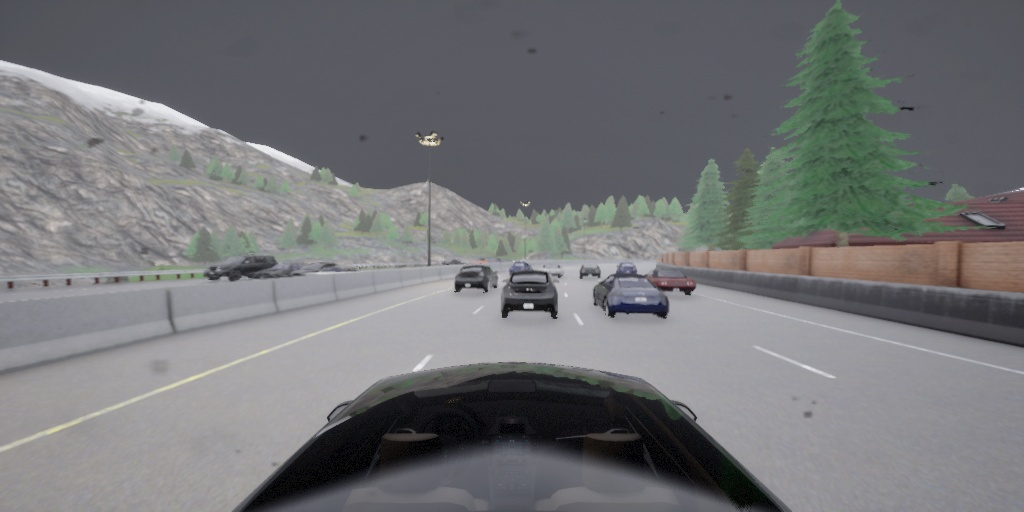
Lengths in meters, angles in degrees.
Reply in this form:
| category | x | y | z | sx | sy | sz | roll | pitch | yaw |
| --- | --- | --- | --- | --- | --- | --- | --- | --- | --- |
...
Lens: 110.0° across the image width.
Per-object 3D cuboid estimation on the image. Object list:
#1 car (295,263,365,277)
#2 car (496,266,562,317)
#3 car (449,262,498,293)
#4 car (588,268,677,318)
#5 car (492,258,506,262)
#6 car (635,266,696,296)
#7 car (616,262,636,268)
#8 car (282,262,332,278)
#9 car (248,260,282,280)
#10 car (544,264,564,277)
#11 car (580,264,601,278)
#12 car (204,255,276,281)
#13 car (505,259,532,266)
| category | x | y | z | sx | sy | sz | roll | pitch | yaw |
| --- | --- | --- | --- | --- | --- | --- | --- | --- | --- |
| car | -12.272 | 1.345 | 24.855 | 1.895 | 1.301 | 4.718 | 0 | 0 | 8 |
| car | 0.676 | 1.268 | 13.177 | 1.837 | 1.490 | 4.892 | 0 | 0 | 4 |
| car | -1.987 | 1.271 | 21.037 | 1.837 | 1.490 | 4.892 | 0 | 0 | 7 |
| car | 4.199 | 1.336 | 13.248 | 1.994 | 1.385 | 4.181 | 0 | 0 | 4 |
| car | -1.293 | 1.317 | 64.381 | 1.837 | 1.490 | 4.892 | 0 | 0 | 23 |
| car | 8.423 | 1.391 | 19.933 | 1.895 | 1.301 | 4.718 | 0 | 0 | 8 |
| car | 11.615 | 1.341 | 36.364 | 1.812 | 1.442 | 4.674 | 0 | 0 | 14 |
| car | -15.241 | 1.246 | 28.400 | 1.837 | 1.490 | 4.892 | 0 | 0 | 10 |
| car | -18.562 | 1.282 | 29.911 | 2.033 | 1.411 | 5.357 | 0 | 0 | 10 |
| car | 3.892 | 1.395 | 34.239 | 1.895 | 1.301 | 4.718 | 0 | 0 | 13 |
| car | 7.446 | 1.403 | 34.076 | 1.895 | 1.301 | 4.718 | 0 | 0 | 13 |
| car | -22.125 | 0.947 | 29.701 | 2.150 | 2.045 | 5.566 | 0 | 0 | 10 |
| car | 0.946 | 1.315 | 36.938 | 1.812 | 1.442 | 4.674 | 0 | 0 | 13 |
